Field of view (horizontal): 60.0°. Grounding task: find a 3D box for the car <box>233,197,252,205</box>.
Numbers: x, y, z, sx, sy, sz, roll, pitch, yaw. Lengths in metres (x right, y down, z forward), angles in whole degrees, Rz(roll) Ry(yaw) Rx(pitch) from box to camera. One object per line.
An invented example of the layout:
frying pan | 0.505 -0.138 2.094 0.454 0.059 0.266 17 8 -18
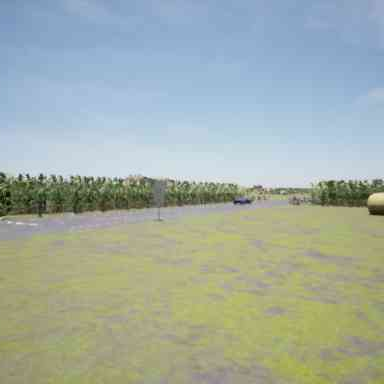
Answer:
car | 8.806 1.540 57.771 1.895 1.301 4.718 0 0 31
